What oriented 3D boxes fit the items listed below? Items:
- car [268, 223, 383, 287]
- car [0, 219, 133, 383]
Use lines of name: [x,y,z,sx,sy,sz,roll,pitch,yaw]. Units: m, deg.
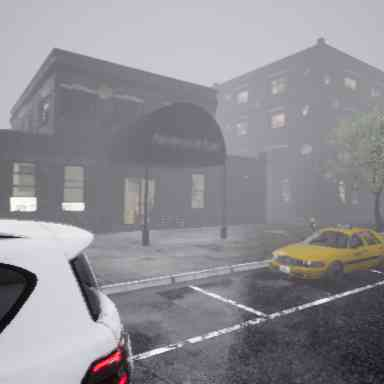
car: [4.271,1.627,9.676,4.829,1.417,1.752,1,0,-35]
car: [-2.948,1.202,1.276,5.566,2.045,2.150,1,0,-35]
